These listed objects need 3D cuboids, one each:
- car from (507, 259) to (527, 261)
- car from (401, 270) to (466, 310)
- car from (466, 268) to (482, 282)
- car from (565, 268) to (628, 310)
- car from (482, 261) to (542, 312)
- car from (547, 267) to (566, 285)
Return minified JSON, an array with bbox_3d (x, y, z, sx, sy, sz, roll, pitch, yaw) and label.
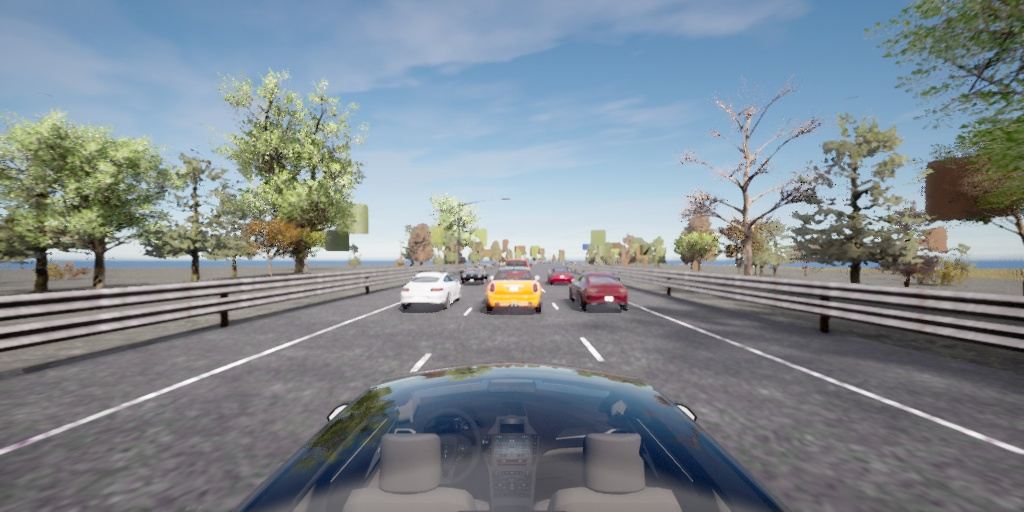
[{"bbox_3d":[0.450,1.261,29.055,2.150,2.045,5.566,0,0,2],"label":"car"},{"bbox_3d":[-3.376,1.420,15.554,1.812,1.442,4.674,0,0,1],"label":"car"},{"bbox_3d":[-3.008,1.633,29.870,1.895,1.301,4.718,1,-1,2],"label":"car"},{"bbox_3d":[3.626,1.418,15.459,1.812,1.442,4.674,0,0,2],"label":"car"},{"bbox_3d":[0.115,1.239,15.034,2.097,1.767,4.553,0,-1,1],"label":"car"},{"bbox_3d":[3.993,1.609,29.860,1.994,1.385,4.181,0,-1,3],"label":"car"}]
